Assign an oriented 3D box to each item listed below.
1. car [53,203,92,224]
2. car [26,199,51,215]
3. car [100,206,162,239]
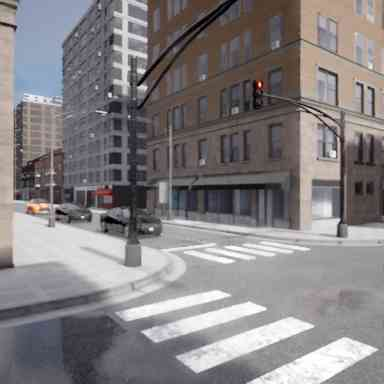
[{"bbox_3d":[-9.622,1.622,26.882,1.882,1.535,5.008,0,0,-36],"label":"car"},{"bbox_3d":[-16.728,1.548,36.637,2.097,1.767,4.553,0,0,-37],"label":"car"},{"bbox_3d":[-3.487,1.578,18.480,1.882,1.535,5.008,0,0,-36],"label":"car"}]
